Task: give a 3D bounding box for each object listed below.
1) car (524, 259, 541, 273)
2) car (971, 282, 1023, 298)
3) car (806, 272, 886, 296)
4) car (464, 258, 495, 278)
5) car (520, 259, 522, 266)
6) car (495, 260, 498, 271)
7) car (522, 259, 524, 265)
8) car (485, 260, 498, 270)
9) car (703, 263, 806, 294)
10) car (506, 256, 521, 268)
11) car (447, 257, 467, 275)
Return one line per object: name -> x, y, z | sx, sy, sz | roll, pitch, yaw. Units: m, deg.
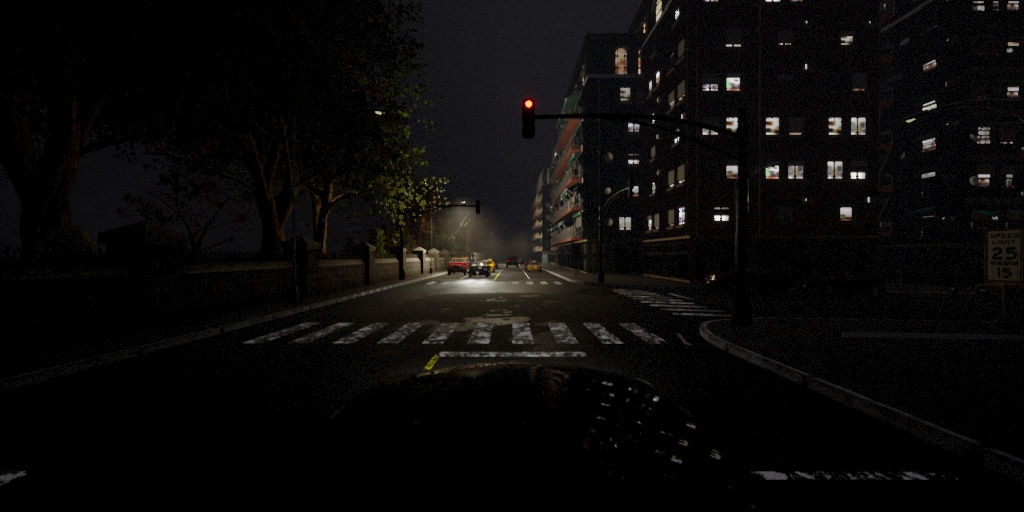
car -> 2.728, 1.282, 44.447 | 1.751, 1.417, 4.829 | 0, 0, 0
car -> 31.533, 1.857, 22.184 | 4.829, 1.417, 1.751 | 0, 0, 0
car -> 20.312, 1.671, 22.159 | 4.507, 1.381, 1.888 | 0, 0, 0
car -> -3.058, 1.244, 34.687 | 2.128, 1.511, 4.902 | 0, 0, 0
car -> 2.737, 1.314, 55.347 | 2.007, 1.370, 4.403 | 0, 0, 0
car -> -3.053, 1.234, 44.188 | 1.882, 1.535, 5.008 | 0, 0, 0
car -> 2.733, 1.305, 49.811 | 1.888, 1.381, 4.507 | 0, 0, 0
car -> -3.042, 1.289, 54.366 | 1.812, 1.442, 4.674 | 0, 0, 0
car -> 14.617, 1.337, 22.146 | 5.009, 1.841, 2.192 | 0, 0, 0
car -> 0.055, 0.991, 63.674 | 2.150, 2.045, 5.566 | 0, 0, 0
car -> -5.657, 1.068, 38.748 | 2.192, 1.841, 5.009 | 0, 0, 0
